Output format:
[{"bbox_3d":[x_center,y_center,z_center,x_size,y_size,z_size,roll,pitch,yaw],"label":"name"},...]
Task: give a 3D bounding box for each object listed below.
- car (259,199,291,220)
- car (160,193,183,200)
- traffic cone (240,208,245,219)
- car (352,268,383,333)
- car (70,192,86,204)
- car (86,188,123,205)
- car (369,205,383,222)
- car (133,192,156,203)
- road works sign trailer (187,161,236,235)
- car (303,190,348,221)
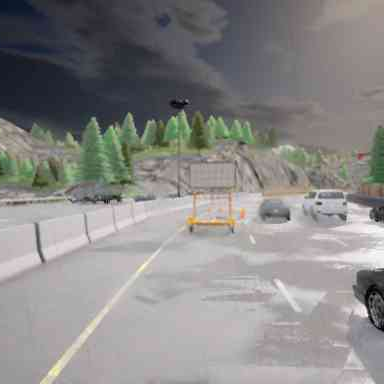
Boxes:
[{"bbox_3d":[5.929,1.202,24.053,1.994,1.385,4.181,0,1,10],"label":"car"},{"bbox_3d":[-2.876,0.870,47.815,1.895,1.301,4.718,0,1,18],"label":"car"},{"bbox_3d":[3.613,1.596,23.753,0.340,0.580,0.340,0,1,9],"label":"traffic cone"},{"bbox_3d":[3.723,1.495,3.516,2.033,1.411,5.357,0,1,2],"label":"car"},{"bbox_3d":[-14.578,0.790,45.166,2.128,1.511,4.902,0,1,16],"label":"car"},{"bbox_3d":[-11.249,0.540,44.143,2.150,2.045,5.566,0,1,16],"label":"car"},{"bbox_3d":[12.205,1.262,19.394,2.033,1.411,5.357,0,1,9],"label":"car"},{"bbox_3d":[-6.610,0.797,47.479,1.812,1.442,4.674,0,1,17],"label":"car"},{"bbox_3d":[1.063,0.204,17.045,2.380,3.560,2.880,0,1,9],"label":"road works sign trailer"},{"bbox_3d":[9.396,0.867,23.774,2.150,2.045,5.566,0,1,10],"label":"car"}]
